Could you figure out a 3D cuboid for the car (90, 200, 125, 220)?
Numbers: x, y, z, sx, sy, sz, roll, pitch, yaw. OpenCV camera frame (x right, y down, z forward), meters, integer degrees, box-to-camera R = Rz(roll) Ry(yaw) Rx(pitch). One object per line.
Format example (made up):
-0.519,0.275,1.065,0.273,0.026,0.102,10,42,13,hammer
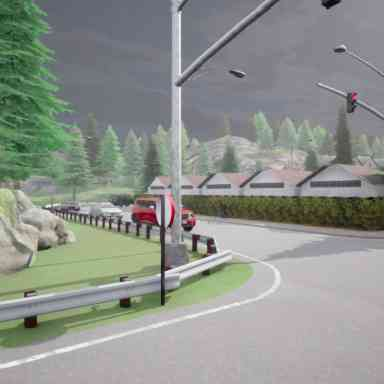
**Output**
-7.716,1.717,29.704,1.812,1.442,4.674,0,0,-35,car

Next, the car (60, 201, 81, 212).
-15.027,1.751,40.851,1.994,1.385,4.181,0,0,-27,car

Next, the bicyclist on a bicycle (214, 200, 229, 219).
2.537,1.494,28.097,1.656,1.620,0.582,0,0,-35,bicyclist on a bicycle

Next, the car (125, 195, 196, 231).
-2.017,1.413,21.551,2.150,2.045,5.566,0,0,-35,car

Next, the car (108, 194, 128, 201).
-10.940,1.398,53.205,2.150,2.045,5.566,0,0,33,car
